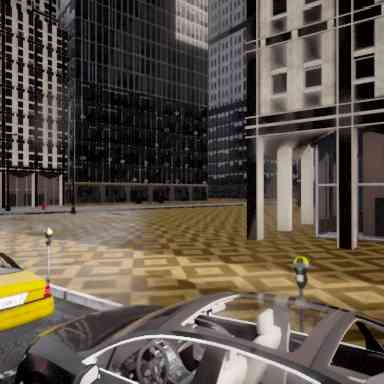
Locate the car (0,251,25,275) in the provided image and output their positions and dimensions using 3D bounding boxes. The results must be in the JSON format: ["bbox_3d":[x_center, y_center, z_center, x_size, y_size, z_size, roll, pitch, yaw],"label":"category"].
[{"bbox_3d":[-4.464,1.524,6.064,4.829,1.417,1.752,0,0,36],"label":"car"}]

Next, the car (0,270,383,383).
[{"bbox_3d":[0.290,1.551,2.670,4.403,1.369,2.008,0,0,36],"label":"car"}]
